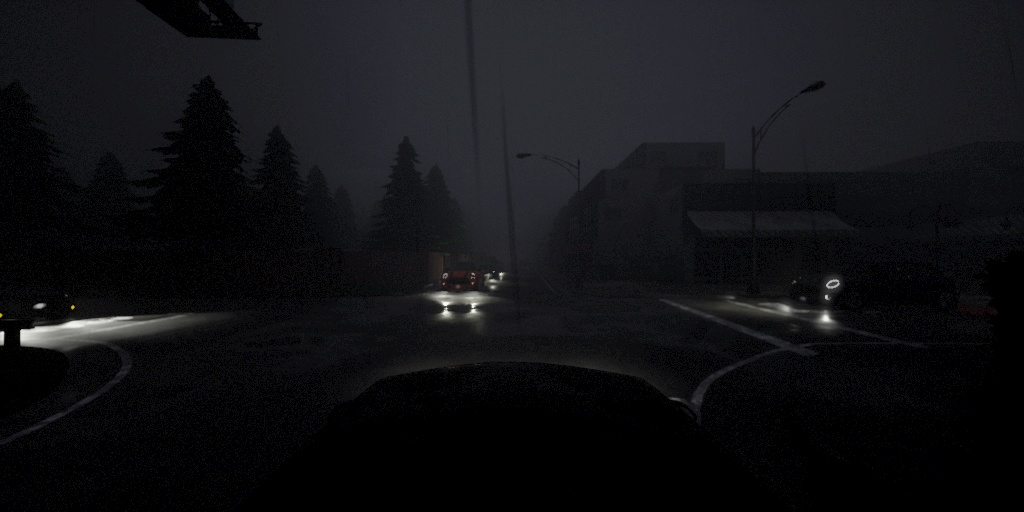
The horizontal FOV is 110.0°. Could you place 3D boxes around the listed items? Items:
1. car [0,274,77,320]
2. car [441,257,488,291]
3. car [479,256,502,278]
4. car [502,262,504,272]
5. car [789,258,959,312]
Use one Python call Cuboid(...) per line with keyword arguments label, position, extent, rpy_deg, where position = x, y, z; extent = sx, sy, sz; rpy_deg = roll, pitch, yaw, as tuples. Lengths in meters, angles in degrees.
Cuboid(label="car", position=(-14.530, 1.149, 9.576), extent=(4.181, 1.385, 1.994), rpy_deg=(0, 0, 2))
Cuboid(label="car", position=(-2.926, 1.136, 22.191), extent=(2.097, 1.767, 4.553), rpy_deg=(0, 0, 2))
Cuboid(label="car", position=(-2.474, 1.029, 35.018), extent=(2.150, 2.045, 5.566), rpy_deg=(0, 0, 2))
Cuboid(label="car", position=(-2.054, 1.302, 46.298), extent=(1.882, 1.535, 5.008), rpy_deg=(0, 0, 2))
Cuboid(label="car", position=(12.648, 0.946, 12.778), extent=(4.553, 1.767, 2.097), rpy_deg=(0, 0, 1))
